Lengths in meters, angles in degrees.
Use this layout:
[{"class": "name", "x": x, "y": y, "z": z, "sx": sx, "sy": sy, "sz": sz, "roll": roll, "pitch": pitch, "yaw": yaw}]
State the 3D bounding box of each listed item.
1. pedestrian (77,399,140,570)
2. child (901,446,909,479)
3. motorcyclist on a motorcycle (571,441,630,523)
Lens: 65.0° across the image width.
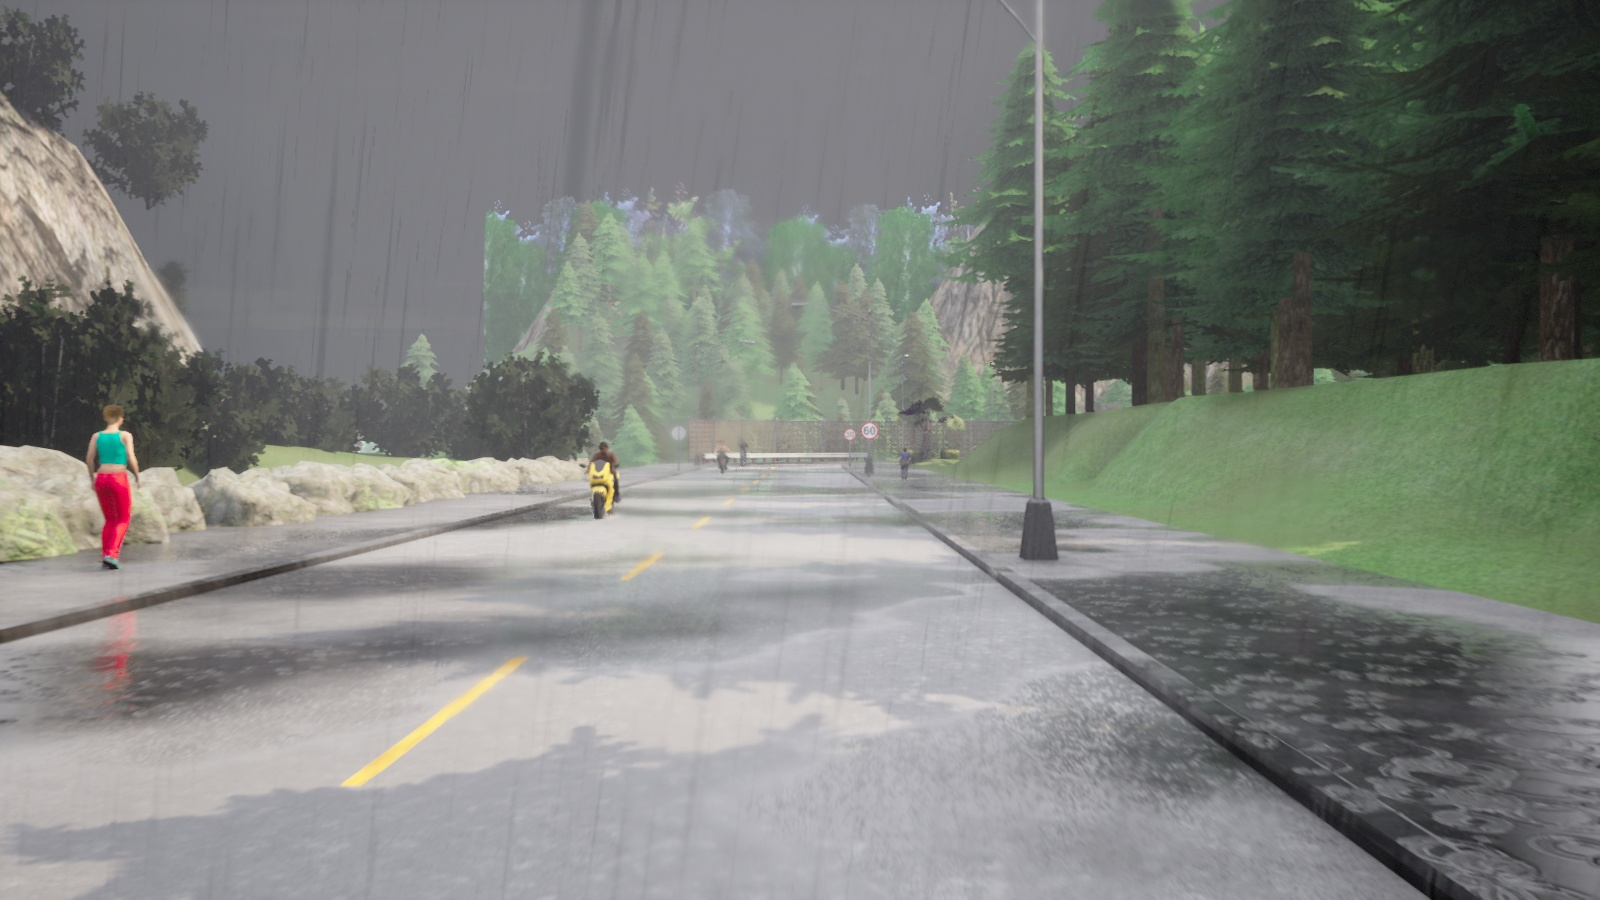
[{"class": "pedestrian", "x": -7.599, "y": 0.372, "z": 13.812, "sx": 0.345, "sy": 1.836, "sz": 0.594, "roll": 0, "pitch": 0, "yaw": 3}, {"class": "child", "x": 3.951, "y": 0.473, "z": 47.389, "sx": 0.270, "sy": 1.263, "sz": 0.437, "roll": 0, "pitch": 0, "yaw": 1}, {"class": "motorcyclist on a motorcycle", "x": -3.845, "y": 0.588, "z": 24.370, "sx": 0.797, "sy": 1.523, "sz": 2.044, "roll": 0, "pitch": 0, "yaw": 0}]
